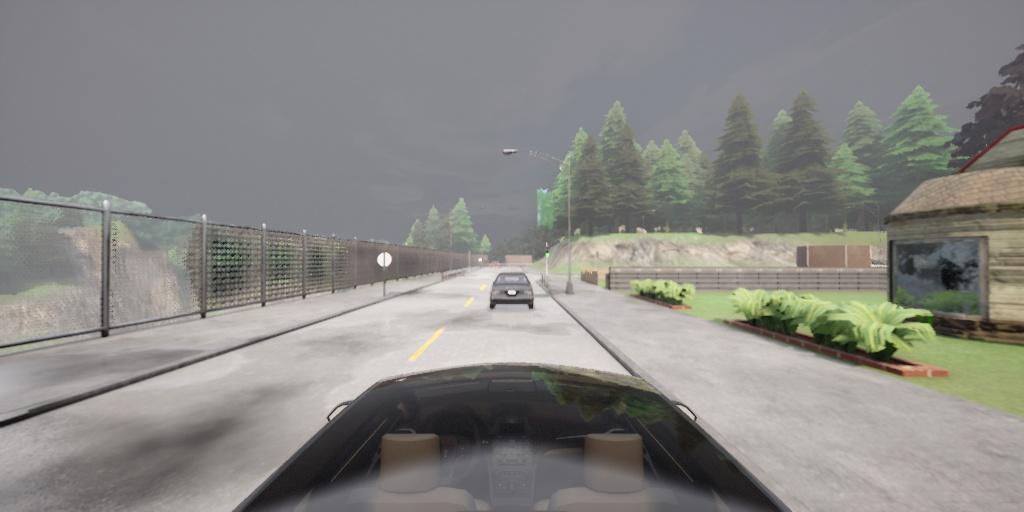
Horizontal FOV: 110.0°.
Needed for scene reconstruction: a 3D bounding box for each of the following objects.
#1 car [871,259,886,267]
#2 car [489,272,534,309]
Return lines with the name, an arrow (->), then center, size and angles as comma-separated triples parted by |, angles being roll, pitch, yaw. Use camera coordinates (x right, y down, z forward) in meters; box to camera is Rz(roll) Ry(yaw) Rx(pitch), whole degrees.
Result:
car -> 38.998, 1.322, 39.563 | 5.566, 2.045, 2.150 | 0, -1, 0
car -> -0.009, 1.429, 15.835 | 2.033, 1.411, 5.357 | 0, -1, 0
